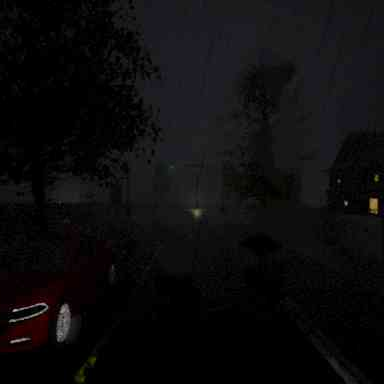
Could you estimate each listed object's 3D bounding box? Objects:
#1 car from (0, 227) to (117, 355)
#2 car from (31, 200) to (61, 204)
[{"bbox_3d":[-2.851,1.555,6.617,1.882,1.535,5.008,0,-1,0],"label":"car"},{"bbox_3d":[-16.332,1.734,39.170,4.902,1.511,2.128,1,0,-12],"label":"car"}]
